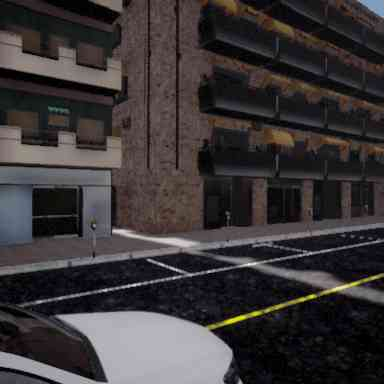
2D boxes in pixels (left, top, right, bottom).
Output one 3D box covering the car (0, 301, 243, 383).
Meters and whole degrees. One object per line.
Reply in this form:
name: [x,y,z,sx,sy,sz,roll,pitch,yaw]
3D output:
car: [-1.705,1.519,2.217,4.674,1.442,1.812,0,0,-36]
